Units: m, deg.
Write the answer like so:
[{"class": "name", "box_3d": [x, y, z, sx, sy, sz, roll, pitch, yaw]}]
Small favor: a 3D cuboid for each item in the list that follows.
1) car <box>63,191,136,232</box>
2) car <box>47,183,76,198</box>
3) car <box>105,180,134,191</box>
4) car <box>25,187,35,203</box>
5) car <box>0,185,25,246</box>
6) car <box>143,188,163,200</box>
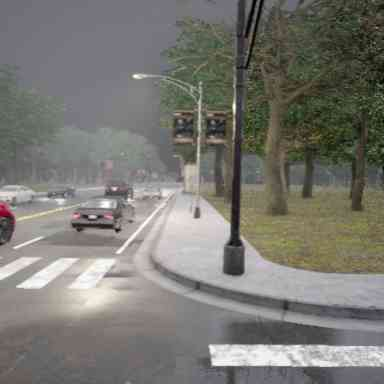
[{"class": "car", "box_3d": [-3.789, 0.894, 15.033, 2.033, 1.411, 5.357, 1, 2, -1]}, {"class": "car", "box_3d": [-14.103, -0.173, 36.252, 1.837, 1.490, 4.892, 1, 2, -1]}, {"class": "car", "box_3d": [-7.431, -0.222, 34.350, 2.150, 2.045, 5.566, 1, 2, -1]}, {"class": "car", "box_3d": [-13.952, 0.221, 26.012, 1.812, 1.442, 4.674, 1, 2, -1]}, {"class": "car", "box_3d": [-6.901, 0.721, 8.709, 2.150, 2.045, 5.566, 1, 2, -1]}, {"class": "car", "box_3d": [-4.239, 0.154, 36.670, 1.895, 1.301, 4.718, 1, 2, -1]}]
